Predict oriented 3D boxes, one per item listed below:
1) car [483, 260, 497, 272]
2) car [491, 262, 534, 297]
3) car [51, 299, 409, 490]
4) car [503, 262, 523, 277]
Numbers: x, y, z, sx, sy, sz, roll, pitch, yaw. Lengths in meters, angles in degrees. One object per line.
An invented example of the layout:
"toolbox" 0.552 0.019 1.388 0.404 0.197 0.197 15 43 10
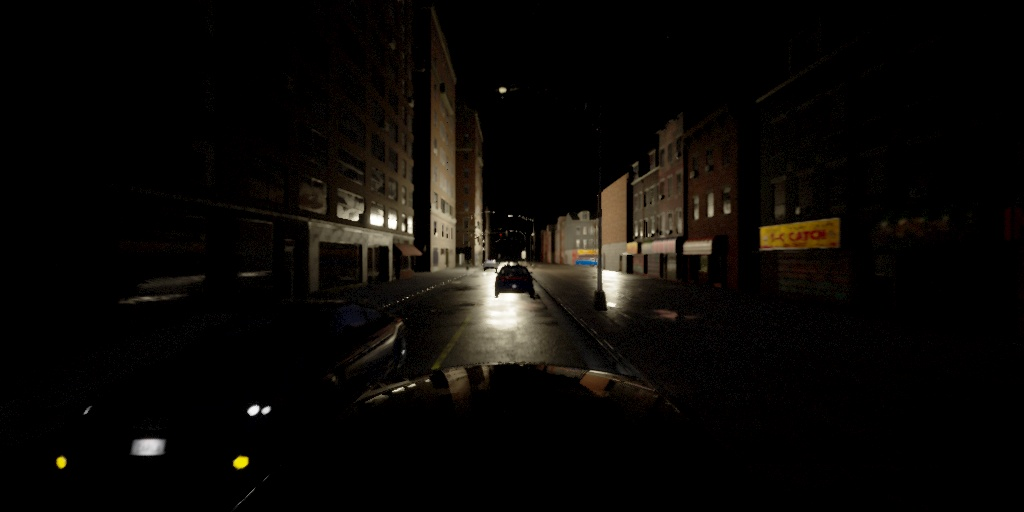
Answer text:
"car" -2.734 1.216 47.129 2.033 1.411 5.357 0 0 0
"car" 0.105 1.222 18.684 1.882 1.535 5.008 0 0 0
"car" -2.850 1.310 4.803 1.994 1.385 4.181 0 0 0
"car" 0.111 1.316 36.731 1.994 1.385 4.181 0 0 0
